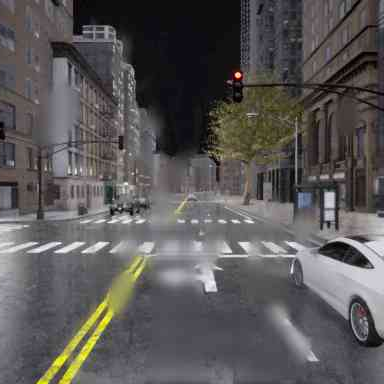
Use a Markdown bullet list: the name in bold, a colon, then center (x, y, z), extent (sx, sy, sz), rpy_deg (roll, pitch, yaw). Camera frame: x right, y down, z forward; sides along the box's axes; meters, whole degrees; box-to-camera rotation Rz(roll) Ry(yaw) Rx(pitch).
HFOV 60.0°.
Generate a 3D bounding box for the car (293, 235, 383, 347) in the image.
- **car**: center (3.346, 1.524, 6.171), extent (1.812, 1.442, 4.674), rpy_deg (0, 0, 0)

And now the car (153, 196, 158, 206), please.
- **car**: center (-6.619, 1.420, 53.713), extent (2.128, 1.511, 4.902), rpy_deg (0, 0, 0)

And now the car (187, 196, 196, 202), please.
- **car**: center (-0.036, 1.436, 73.533), extent (1.895, 1.301, 4.718), rpy_deg (0, 0, 0)

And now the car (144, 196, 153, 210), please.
- **car**: center (-6.622, 1.436, 43.395), extent (1.882, 1.535, 5.008), rpy_deg (0, 0, 0)

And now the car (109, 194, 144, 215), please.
- **car**: center (-6.589, 1.197, 33.284), extent (2.150, 2.045, 5.566), rpy_deg (0, 0, 1)
